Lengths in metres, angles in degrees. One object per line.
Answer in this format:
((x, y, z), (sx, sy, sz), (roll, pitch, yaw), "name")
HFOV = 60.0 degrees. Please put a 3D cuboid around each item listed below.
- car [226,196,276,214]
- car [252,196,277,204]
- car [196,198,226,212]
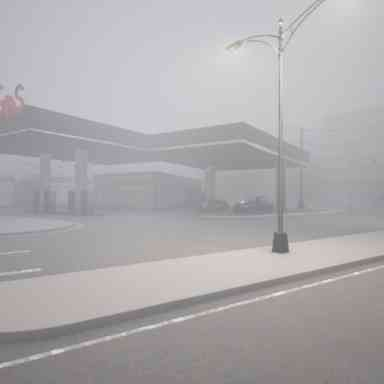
((6.257, 1.317, 34.124), (4.611, 1.667, 2.242), (0, 0, -35), "car")
((13.993, 1.569, 64.101), (1.812, 1.442, 4.674), (0, 0, -36), "car")
((2.337, 1.477, 38.393), (3.806, 1.475, 1.970), (0, 0, -35), "car")
